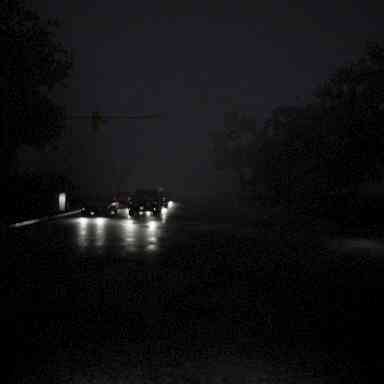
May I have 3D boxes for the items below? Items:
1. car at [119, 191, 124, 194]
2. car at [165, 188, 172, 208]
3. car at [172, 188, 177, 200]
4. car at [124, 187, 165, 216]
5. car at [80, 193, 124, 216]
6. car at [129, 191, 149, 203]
[{"bbox_3d":[-7.128,0.704,35.761,2.097,1.767,4.553,0,1,0],"label":"car"},{"bbox_3d":[-3.629,0.701,35.918,2.097,1.767,4.553,0,1,0],"label":"car"},{"bbox_3d":[-3.784,0.560,49.086,2.128,1.511,4.902,0,1,-1],"label":"car"},{"bbox_3d":[-3.623,0.748,26.506,2.150,2.045,5.566,0,1,0],"label":"car"},{"bbox_3d":[-7.105,1.077,26.332,2.033,1.411,5.357,0,1,0],"label":"car"},{"bbox_3d":[-7.217,0.630,45.873,2.128,1.511,4.902,0,1,-1],"label":"car"}]
